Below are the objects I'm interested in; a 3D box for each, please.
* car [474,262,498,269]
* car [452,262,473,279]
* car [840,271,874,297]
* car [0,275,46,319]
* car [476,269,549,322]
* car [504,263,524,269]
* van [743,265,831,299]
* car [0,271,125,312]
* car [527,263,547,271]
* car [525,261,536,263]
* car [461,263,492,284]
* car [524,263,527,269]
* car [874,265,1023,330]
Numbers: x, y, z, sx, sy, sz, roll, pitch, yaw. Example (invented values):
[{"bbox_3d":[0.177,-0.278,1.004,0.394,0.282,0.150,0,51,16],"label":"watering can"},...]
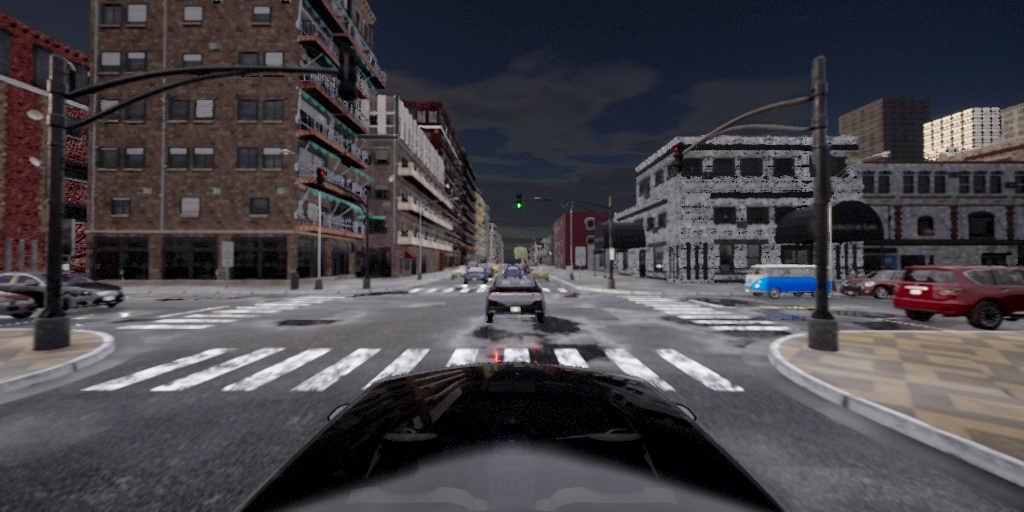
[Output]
[{"bbox_3d":[-3.085,1.731,41.590,2.128,1.511,4.902,0,-1,0],"label":"car"},{"bbox_3d":[-5.694,1.752,40.388,1.751,1.417,4.829,0,0,0],"label":"car"},{"bbox_3d":[20.419,1.489,19.515,4.097,1.591,1.967,0,0,0],"label":"car"},{"bbox_3d":[-17.468,1.384,11.042,4.207,1.307,1.802,0,0,0],"label":"car"},{"bbox_3d":[0.102,1.367,12.810,2.128,1.511,4.902,0,-1,0],"label":"car"},{"bbox_3d":[0.083,1.730,38.760,1.812,1.442,4.674,0,-1,0],"label":"car"},{"bbox_3d":[14.896,1.372,19.501,3.998,1.789,1.690,0,0,0],"label":"van"},{"bbox_3d":[-17.685,1.335,13.642,4.902,1.511,2.128,0,-1,2],"label":"car"},{"bbox_3d":[2.687,1.683,35.191,1.751,1.417,4.829,0,0,0],"label":"car"},{"bbox_3d":[2.686,1.683,51.637,2.192,1.841,5.009,0,0,0],"label":"car"},{"bbox_3d":[-3.090,1.641,31.686,1.812,1.442,4.674,0,-1,0],"label":"car"},{"bbox_3d":[2.686,1.879,46.099,1.802,1.307,4.207,0,0,0],"label":"car"},{"bbox_3d":[14.919,1.210,11.122,5.009,1.841,2.192,0,0,0],"label":"car"}]
